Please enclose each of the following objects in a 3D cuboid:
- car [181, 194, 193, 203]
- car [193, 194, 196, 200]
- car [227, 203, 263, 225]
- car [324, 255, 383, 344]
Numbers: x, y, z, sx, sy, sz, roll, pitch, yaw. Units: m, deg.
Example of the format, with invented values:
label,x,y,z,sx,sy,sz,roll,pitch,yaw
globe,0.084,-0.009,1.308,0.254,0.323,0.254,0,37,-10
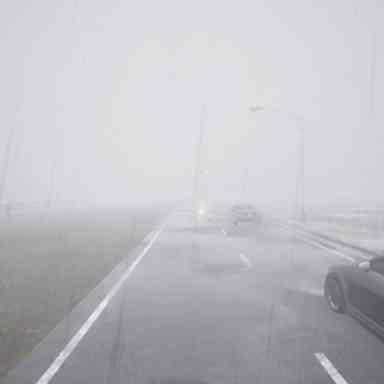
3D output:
label,x,y,z,sx,sy,sz,roll,pitch,yaw
car,-1.254,1.356,64.803,1.812,1.442,4.674,0,0,0
car,-0.036,1.284,82.027,1.895,1.301,4.718,0,0,0
car,3.589,1.478,23.150,2.033,1.411,5.357,0,0,0
car,3.590,1.548,4.893,1.994,1.385,4.181,0,0,0
